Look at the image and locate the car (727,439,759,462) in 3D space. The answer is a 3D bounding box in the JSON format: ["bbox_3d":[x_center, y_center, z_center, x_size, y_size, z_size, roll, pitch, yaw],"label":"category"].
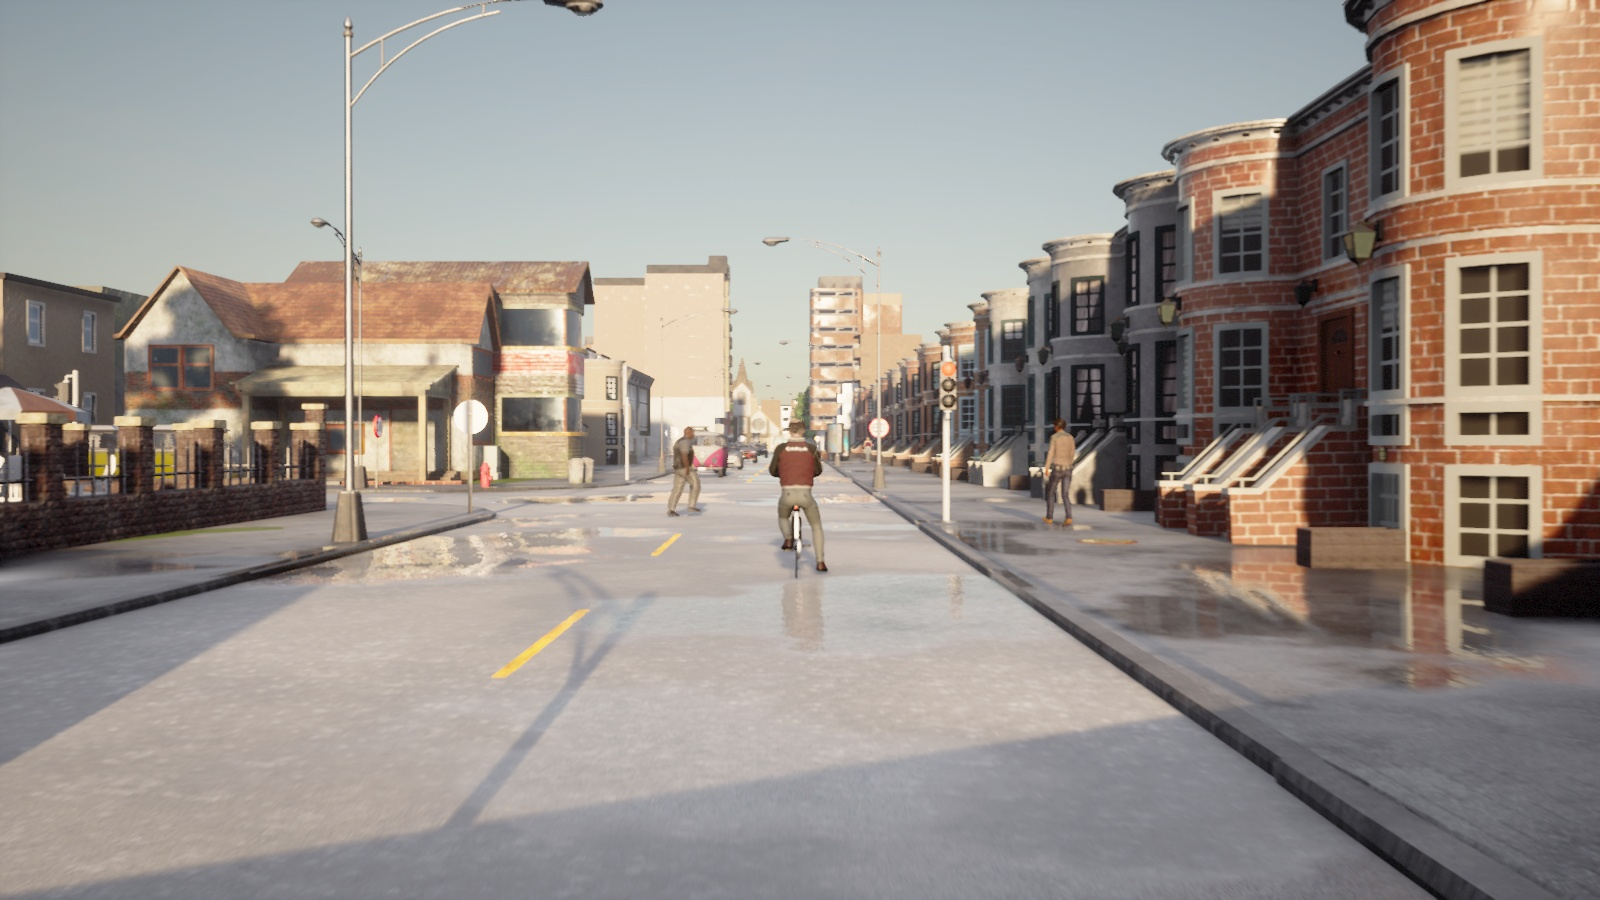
[{"bbox_3d":[-4.188,-0.004,93.344,2.152,1.651,5.027,0,0,0],"label":"car"}]

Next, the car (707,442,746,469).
[{"bbox_3d":[-4.150,0.287,71.573,2.007,1.525,4.514,0,0,0],"label":"car"}]

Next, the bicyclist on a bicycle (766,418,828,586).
[{"bbox_3d":[-0.032,0.537,14.193,0.659,1.776,1.843,0,1,0],"label":"bicyclist on a bicycle"}]

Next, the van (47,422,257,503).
[{"bbox_3d":[-16.484,0.307,32.086,4.442,1.987,1.775,0,0,0],"label":"van"}]

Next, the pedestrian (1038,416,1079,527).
[{"bbox_3d":[4.289,0.341,20.862,0.328,1.805,0.869,0,0,-14],"label":"pedestrian"}]

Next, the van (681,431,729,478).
[{"bbox_3d":[-4.118,0.185,55.244,1.775,1.987,4.442,0,0,0],"label":"van"}]

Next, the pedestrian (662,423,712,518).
[{"bbox_3d":[-2.268,0.398,25.172,0.849,1.883,0.563,0,0,-28],"label":"pedestrian"}]
